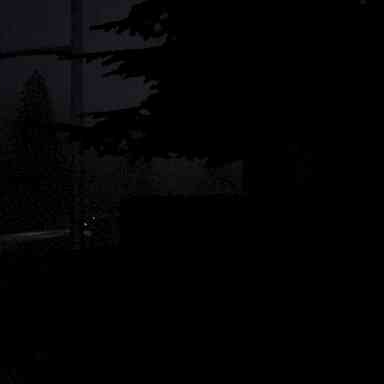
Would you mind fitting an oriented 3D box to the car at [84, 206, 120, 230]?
[{"bbox_3d":[-4.994,1.586,21.389,1.895,1.301,4.718,0,0,36],"label":"car"}]
